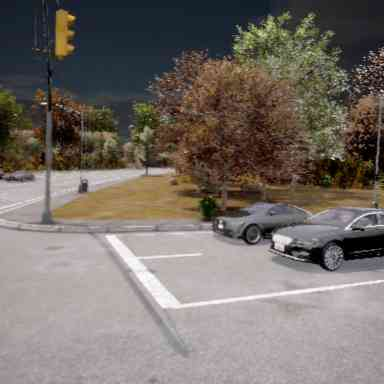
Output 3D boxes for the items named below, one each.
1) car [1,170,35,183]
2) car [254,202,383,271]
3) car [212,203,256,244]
[{"bbox_3d":[-21.503,-1.985,41.799,1.994,1.385,4.181,2,6,1],"label":"car"},{"bbox_3d":[4.580,1.203,9.683,4.902,1.511,2.128,1,3,-22],"label":"car"},{"bbox_3d":[2.899,1.086,12.773,4.181,1.385,1.994,1,3,-22],"label":"car"}]
